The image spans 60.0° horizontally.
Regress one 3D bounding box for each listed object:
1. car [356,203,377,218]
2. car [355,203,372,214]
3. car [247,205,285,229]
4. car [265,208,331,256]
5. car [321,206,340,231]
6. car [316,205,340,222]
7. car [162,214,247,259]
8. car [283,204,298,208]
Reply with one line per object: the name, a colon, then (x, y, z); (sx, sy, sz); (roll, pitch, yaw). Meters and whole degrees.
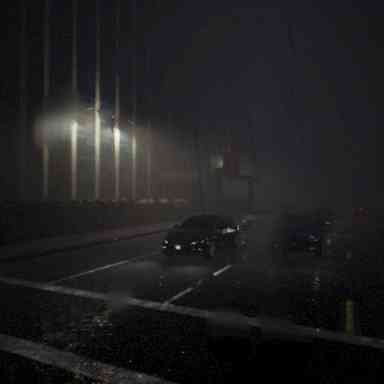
car: (19.419, 2.033, 36.843); (1.812, 1.442, 4.674); (0, -1, 27)
car: (23.737, 2.234, 46.092); (1.895, 1.301, 4.718); (0, -1, 25)
car: (4.801, 1.834, 22.627); (1.812, 1.442, 4.674); (0, -1, 25)
car: (4.769, 1.676, 14.391); (1.882, 1.535, 5.008); (0, -1, 25)
car: (8.990, 1.867, 23.308); (2.033, 1.411, 5.357); (0, -1, 26)
car: (13.279, 2.007, 32.352); (1.994, 1.385, 4.181); (0, -1, 25)
car: (0.551, 1.691, 13.659); (1.837, 1.490, 4.892); (0, -1, 25)
car: (9.164, 1.912, 31.844); (1.882, 1.535, 5.008); (0, 0, 26)
